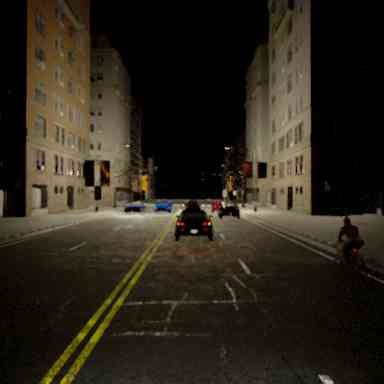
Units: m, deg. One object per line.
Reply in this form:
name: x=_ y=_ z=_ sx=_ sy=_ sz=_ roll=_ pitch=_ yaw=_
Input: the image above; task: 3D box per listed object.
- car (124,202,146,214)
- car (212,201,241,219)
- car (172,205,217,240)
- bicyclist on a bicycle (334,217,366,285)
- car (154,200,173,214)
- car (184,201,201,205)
car: x=-6.566 y=1.822 z=38.657 sx=1.895 sy=1.301 sz=4.718 roll=0 pitch=0 yaw=0
car: x=3.335 y=1.669 z=30.850 sx=2.128 sy=1.511 sz=4.902 roll=0 pitch=0 yaw=0
car: x=0.096 y=1.625 z=17.369 sx=1.812 sy=1.442 sz=4.674 roll=0 pitch=-1 yaw=0
bicyclist on a bicycle: x=4.140 y=1.504 z=8.734 sx=0.582 sy=1.620 sz=1.656 roll=0 pitch=-1 yaw=0
car: x=-3.314 y=1.702 z=39.050 sx=1.882 sy=1.535 sz=5.008 roll=0 pitch=-1 yaw=0
car: x=0.095 y=1.745 z=37.921 sx=1.812 sy=1.442 sz=4.674 roll=0 pitch=0 yaw=0
